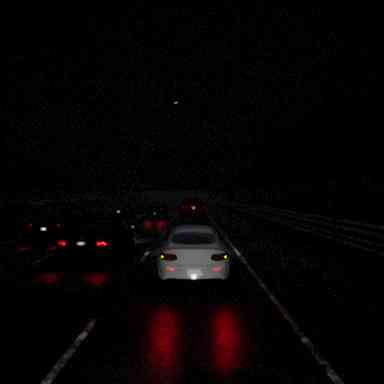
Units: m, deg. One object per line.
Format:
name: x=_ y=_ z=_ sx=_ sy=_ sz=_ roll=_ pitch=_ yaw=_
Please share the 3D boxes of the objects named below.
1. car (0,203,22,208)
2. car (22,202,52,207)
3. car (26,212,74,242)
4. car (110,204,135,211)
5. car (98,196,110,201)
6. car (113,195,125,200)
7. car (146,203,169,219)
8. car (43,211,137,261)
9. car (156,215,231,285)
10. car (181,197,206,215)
car: x=-21.039 y=1.924 z=38.048 sx=1.895 sy=1.301 sz=4.718 roll=0 pitch=0 yaw=0
car: x=-17.535 y=1.856 z=38.905 sx=1.812 sy=1.442 sz=4.674 roll=0 pitch=0 yaw=0
car: x=-6.881 y=1.715 z=17.455 sx=1.994 sy=1.385 sz=4.181 roll=0 pitch=0 yaw=0
car: x=-6.857 y=1.846 z=33.095 sx=1.994 sy=1.385 sz=4.181 roll=0 pitch=0 yaw=0
car: x=-20.879 y=1.753 z=79.164 sx=1.882 sy=1.535 sz=5.008 roll=0 pitch=0 yaw=0
car: x=-17.379 y=1.504 z=79.548 sx=2.150 sy=2.045 sz=5.566 roll=0 pitch=0 yaw=0
car: x=-3.358 y=1.769 z=32.520 sx=2.128 sy=1.511 sz=4.902 roll=0 pitch=0 yaw=0
car: x=-3.396 y=1.659 z=12.729 sx=2.033 sy=1.411 sz=5.357 roll=0 pitch=0 yaw=0
car: x=0.050 y=1.609 z=9.593 sx=1.812 sy=1.442 sz=4.674 roll=0 pitch=0 yaw=0
car: x=0.141 y=1.492 z=31.575 sx=2.150 sy=2.045 sz=5.566 roll=0 pitch=0 yaw=0
